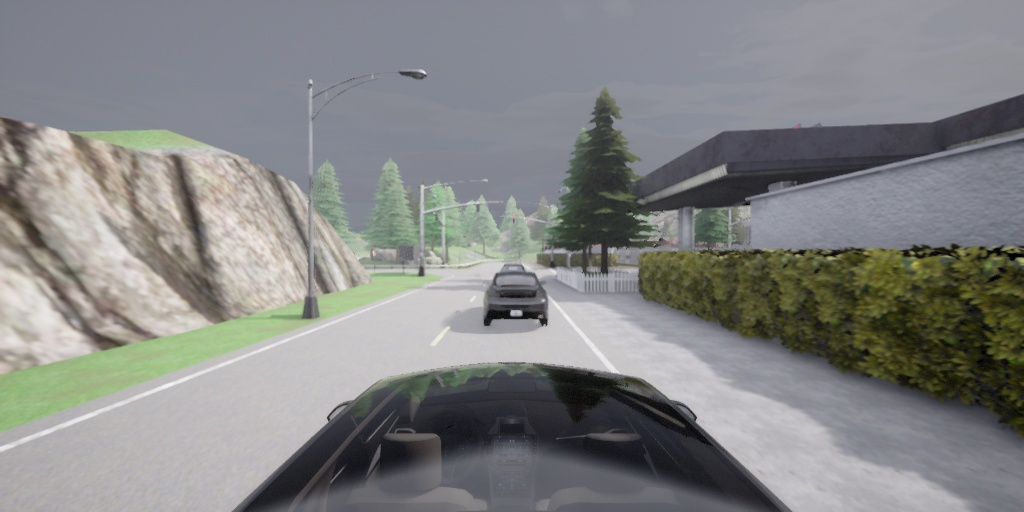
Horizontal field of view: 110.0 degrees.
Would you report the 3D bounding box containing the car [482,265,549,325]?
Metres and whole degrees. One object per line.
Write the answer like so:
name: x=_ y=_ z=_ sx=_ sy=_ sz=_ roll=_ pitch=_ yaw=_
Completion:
car: x=0.102 y=1.206 z=11.622 sx=1.837 sy=1.490 sz=4.892 roll=0 pitch=0 yaw=0
